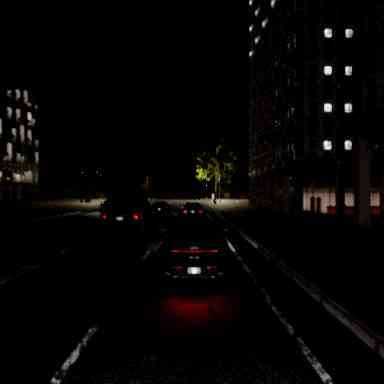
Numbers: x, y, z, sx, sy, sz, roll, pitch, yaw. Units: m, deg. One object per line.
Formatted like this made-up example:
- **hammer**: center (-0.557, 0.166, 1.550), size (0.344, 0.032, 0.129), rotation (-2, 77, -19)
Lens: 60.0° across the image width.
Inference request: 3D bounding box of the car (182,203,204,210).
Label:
- **car**: center (0.082, 1.618, 28.626), size (2.033, 1.411, 5.357), rotation (0, 0, 0)

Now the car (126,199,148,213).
- **car**: center (-6.602, 1.598, 40.101), size (1.837, 1.490, 4.892), rotation (0, 0, 0)

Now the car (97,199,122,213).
- **car**: center (-9.851, 1.598, 40.073), size (1.837, 1.490, 4.892), rotation (0, 0, 0)

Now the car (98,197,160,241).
- **car**: center (-3.159, 1.265, 17.234), size (2.150, 2.045, 5.566), rotation (0, 0, 0)

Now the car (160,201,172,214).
- **car**: center (-3.161, 1.646, 34.081), size (1.994, 1.385, 4.181), rotation (0, 0, 0)

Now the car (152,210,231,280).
- **car**: center (0.066, 1.533, 10.041), size (1.837, 1.490, 4.892), rotation (0, 0, 0)
